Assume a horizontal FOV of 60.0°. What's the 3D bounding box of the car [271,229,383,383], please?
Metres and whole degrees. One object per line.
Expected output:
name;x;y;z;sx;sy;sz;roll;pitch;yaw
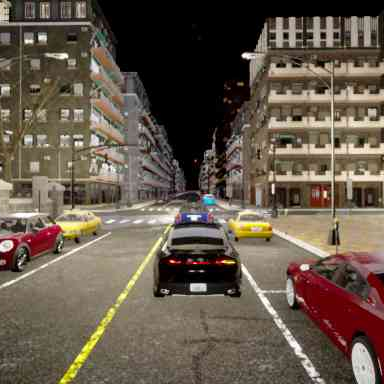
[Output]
car;2.704;1.546;4.908;1.887;1.381;4.507;1;0;0

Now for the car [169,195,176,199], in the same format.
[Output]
car;-5.598;1.512;88.225;1.802;1.307;4.206;1;0;0

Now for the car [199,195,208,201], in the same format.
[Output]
car;2.778;1.491;82.489;2.008;1.369;4.403;1;0;0

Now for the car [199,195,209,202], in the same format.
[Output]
car;2.772;1.500;76.818;2.008;1.369;4.403;1;0;0

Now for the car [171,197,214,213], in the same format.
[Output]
car;0.138;1.353;18.790;2.097;1.767;4.553;0;0;1

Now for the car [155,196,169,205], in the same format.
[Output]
car;-5.625;1.553;59.870;1.802;1.307;4.206;1;0;0

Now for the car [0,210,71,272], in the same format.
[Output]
car;-5.670;1.442;10.552;1.967;1.590;4.097;1;0;0

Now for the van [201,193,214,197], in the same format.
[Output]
van;2.753;1.319;54.134;1.690;1.788;3.998;1;0;0

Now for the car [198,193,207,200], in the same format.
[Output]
car;2.786;1.245;88.160;2.192;1.841;5.009;1;0;0

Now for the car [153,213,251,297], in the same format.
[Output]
car;0.111;1.506;8.531;1.837;1.490;4.892;0;0;0

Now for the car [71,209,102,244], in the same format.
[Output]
car;-5.666;1.527;15.996;1.752;1.417;4.829;1;0;0

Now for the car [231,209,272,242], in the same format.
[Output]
car;2.715;1.527;16.311;1.752;1.417;4.829;1;0;0

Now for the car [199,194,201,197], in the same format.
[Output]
car;2.756;1.516;59.806;1.887;1.381;4.507;1;0;0
